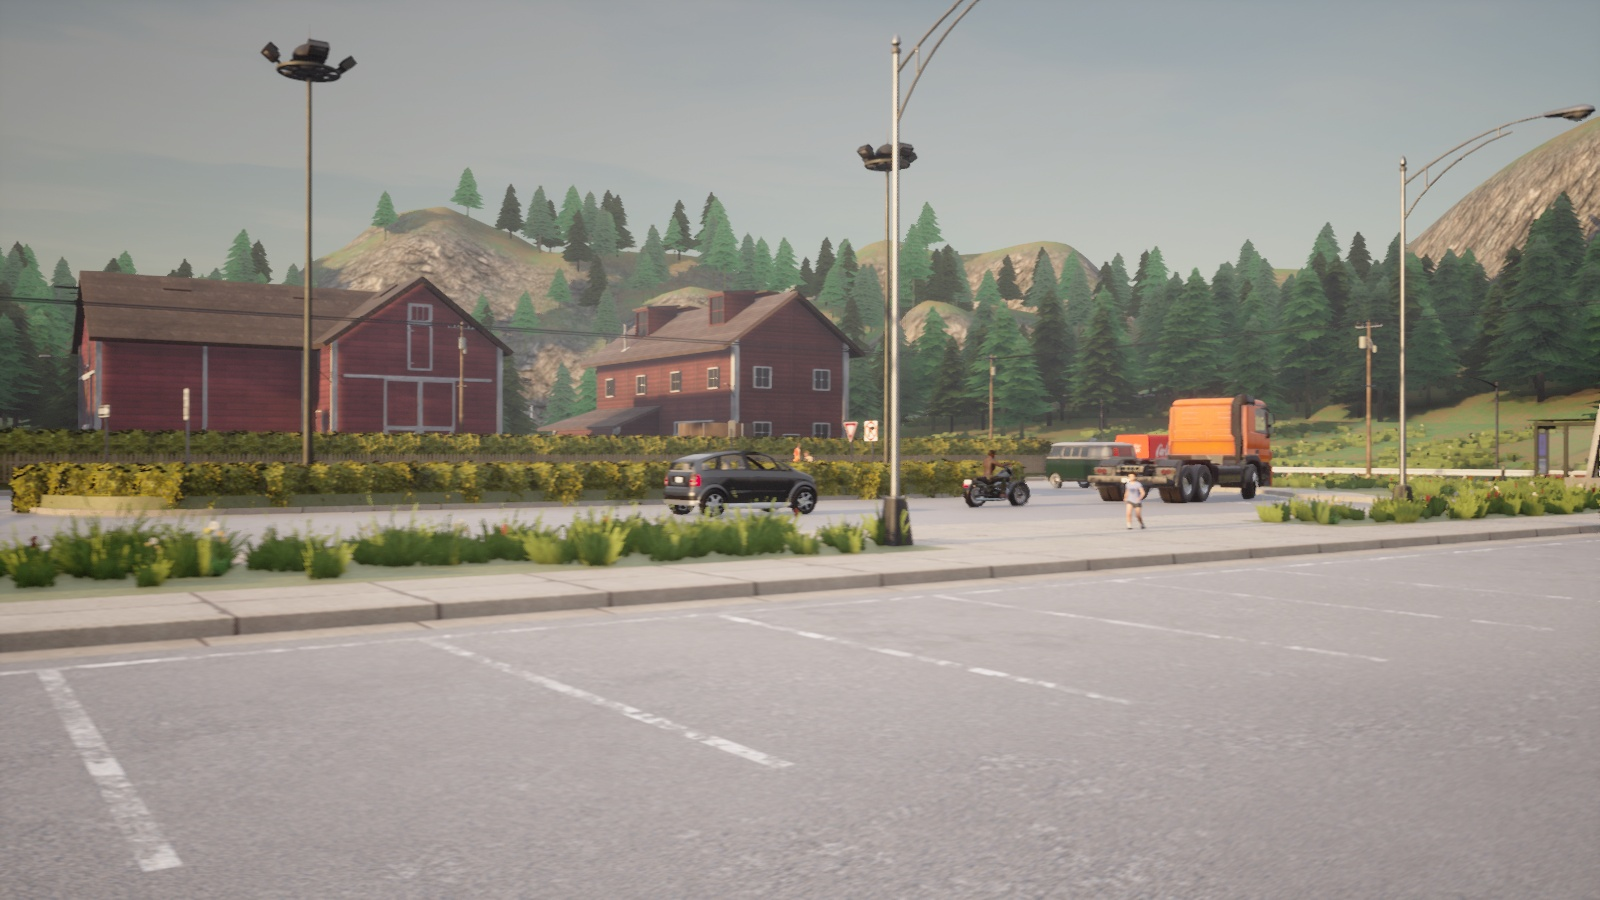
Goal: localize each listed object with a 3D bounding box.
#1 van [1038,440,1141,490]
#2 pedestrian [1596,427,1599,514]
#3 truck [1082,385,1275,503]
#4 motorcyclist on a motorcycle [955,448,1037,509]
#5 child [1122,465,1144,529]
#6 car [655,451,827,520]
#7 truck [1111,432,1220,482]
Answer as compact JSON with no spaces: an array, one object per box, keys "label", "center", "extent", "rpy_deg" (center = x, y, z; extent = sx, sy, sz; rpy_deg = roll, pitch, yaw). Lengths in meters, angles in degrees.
[{"label":"van","center":[12.089,0.602,52.674],"extent":[1.775,1.987,4.442],"rpy_deg":[0,0,-27]},{"label":"pedestrian","center":[17.260,0.429,26.667],"extent":[0.614,1.847,0.353],"rpy_deg":[0,0,-30]},{"label":"truck","center":[12.421,-0.163,40.681],"extent":[2.891,3.462,7.936],"rpy_deg":[0,0,42]},{"label":"motorcyclist on a motorcycle","center":[5.440,0.769,34.710],"extent":[2.350,1.649,0.766],"rpy_deg":[0,0,-34]},{"label":"child","center":[5.879,0.828,22.167],"extent":[0.255,1.110,0.394],"rpy_deg":[0,0,34]},{"label":"car","center":[-1.390,0.800,30.032],"extent":[3.705,1.549,1.789],"rpy_deg":[0,0,-34]},{"label":"truck","center":[18.825,0.371,64.620],"extent":[5.204,2.467,2.627],"rpy_deg":[0,-1,-33]}]
